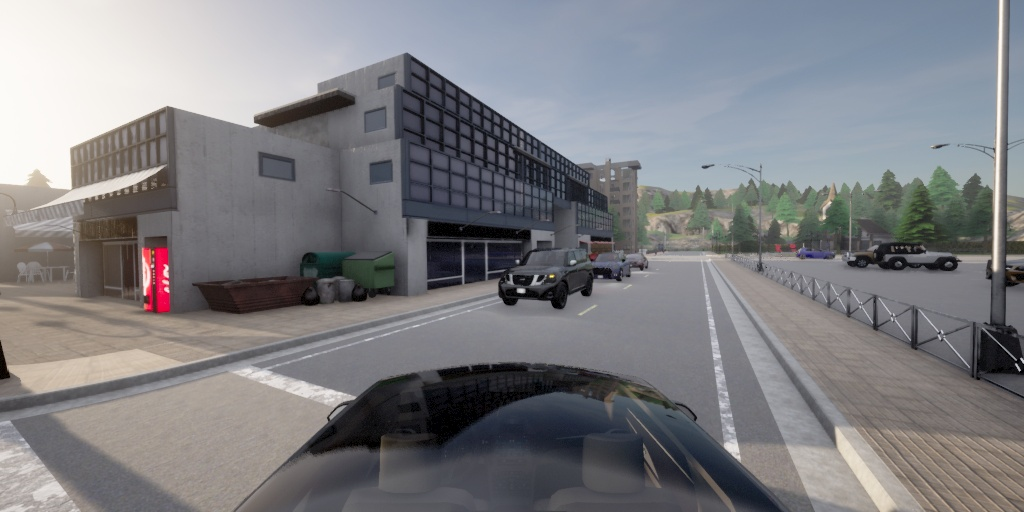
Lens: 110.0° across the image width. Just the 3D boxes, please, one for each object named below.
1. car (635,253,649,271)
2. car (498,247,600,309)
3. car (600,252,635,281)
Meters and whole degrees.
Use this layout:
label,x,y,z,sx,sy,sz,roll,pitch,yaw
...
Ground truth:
label,x,y,z,sx,sy,sz,roll,pitch,yaw
car,10.871,0.462,31.716,1.812,1.442,4.674,0,2,28
car,1.566,0.693,13.935,2.150,2.045,5.566,0,1,28
car,6.124,0.561,22.651,2.097,1.767,4.553,0,2,28
